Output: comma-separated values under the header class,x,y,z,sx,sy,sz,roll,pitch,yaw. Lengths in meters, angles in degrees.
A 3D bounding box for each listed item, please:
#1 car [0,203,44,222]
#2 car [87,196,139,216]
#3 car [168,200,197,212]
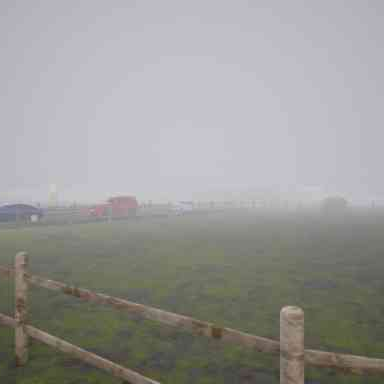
class,x,y,z,sx,sy,sz,roll,pitch,yaw
car,-14.002,1.590,25.508,1.882,1.535,5.008,0,0,35
car,-7.897,1.423,33.939,2.150,2.045,5.566,0,0,36
car,-1.186,1.831,43.134,1.812,1.442,4.674,0,-1,36
